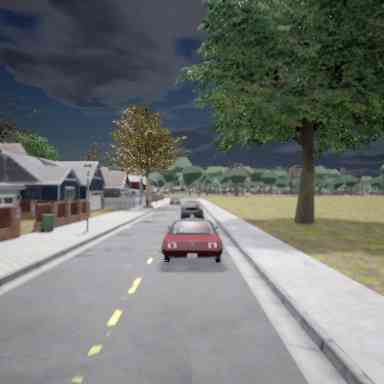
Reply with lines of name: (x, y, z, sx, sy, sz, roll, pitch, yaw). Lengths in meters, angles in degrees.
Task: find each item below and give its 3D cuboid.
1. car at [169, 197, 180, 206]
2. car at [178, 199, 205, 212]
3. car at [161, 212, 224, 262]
car: (-2.929, 1.595, 58.399, 1.837, 1.490, 4.892, 0, 0, 0)
car: (0.027, 1.544, 27.786, 1.837, 1.490, 4.892, 0, 0, 1)
car: (0.033, 1.616, 12.108, 1.895, 1.301, 4.718, 0, 0, 1)
